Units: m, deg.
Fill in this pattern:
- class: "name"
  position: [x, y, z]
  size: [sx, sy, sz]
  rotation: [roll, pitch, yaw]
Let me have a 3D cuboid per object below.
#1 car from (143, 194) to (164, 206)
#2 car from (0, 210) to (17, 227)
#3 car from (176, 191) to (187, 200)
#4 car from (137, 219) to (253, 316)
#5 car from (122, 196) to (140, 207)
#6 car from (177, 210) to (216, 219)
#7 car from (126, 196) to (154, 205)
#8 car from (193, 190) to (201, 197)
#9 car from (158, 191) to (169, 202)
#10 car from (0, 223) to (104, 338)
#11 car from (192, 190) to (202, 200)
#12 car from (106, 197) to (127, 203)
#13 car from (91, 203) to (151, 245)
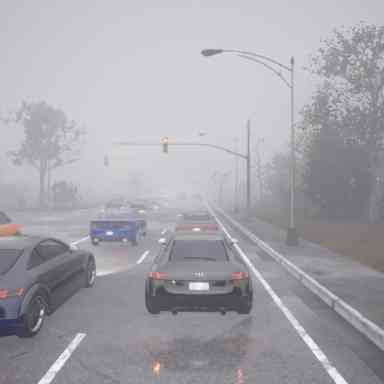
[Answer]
- class: "car"
  position: [-6.340, 1.548, 54.783]
  size: [2.033, 1.411, 5.357]
  rotation: [0, 0, 1]
- class: "car"
  position: [-7.043, 1.352, 9.828]
  size: [2.097, 1.767, 4.553]
  rotation: [0, 0, 1]
- class: "car"
  position: [-2.429, 1.045, 74.071]
  size: [1.994, 1.385, 4.181]
  rotation: [0, 3, 1]
- class: "car"
  position: [0.143, 1.564, 7.638]
  size: [1.994, 1.385, 4.181]
  rotation: [0, 0, 1]
- class: "car"
  position: [-9.857, 1.478, 53.816]
  size: [1.882, 1.535, 5.008]
  rotation: [0, 0, 1]
- class: "car"
  position: [0.230, 1.564, 16.037]
  size: [1.994, 1.385, 4.181]
  rotation: [0, 0, 1]
- class: "car"
  position: [-6.553, 1.547, 42.676]
  size: [2.033, 1.411, 5.357]
  rotation: [0, 0, 1]
- class: "car"
  position: [1.237, 0.317, 84.011]
  size: [1.837, 1.490, 4.892]
  rotation: [0, 3, 1]
- class: "car"
  position: [-6.015, 0.977, 68.905]
  size: [2.150, 2.045, 5.566]
  rotation: [0, 3, 1]
- class: "car"
  position: [-3.358, 1.564, 6.611]
  size: [1.994, 1.385, 4.181]
  rotation: [0, 0, 0]
- class: "car"
  position: [1.070, 0.850, 73.973]
  size: [2.097, 1.767, 4.553]
  rotation: [0, 3, 1]
- class: "car"
  position: [-10.005, 1.505, 44.016]
  size: [1.837, 1.490, 4.892]
  rotation: [0, 0, 4]
- class: "car"
  position: [-3.281, 1.478, 15.598]
  size: [1.882, 1.535, 5.008]
  rotation: [0, 0, -1]
